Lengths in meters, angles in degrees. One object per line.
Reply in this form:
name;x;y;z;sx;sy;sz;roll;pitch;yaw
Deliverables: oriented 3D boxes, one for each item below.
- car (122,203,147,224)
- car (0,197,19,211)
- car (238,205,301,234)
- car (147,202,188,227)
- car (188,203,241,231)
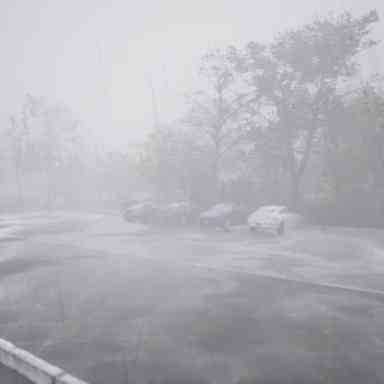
car;-3.117;1.509;24.766;2.002;1.452;4.674;0;0;36
car;-22.901;1.363;38.938;2.185;1.767;4.553;0;0;35
car;4.775;1.502;19.130;2.002;1.452;4.674;0;0;36
car;-0.453;1.468;22.860;2.231;1.521;4.892;0;0;36
car;2.218;1.464;20.967;2.097;1.535;5.008;0;0;36
